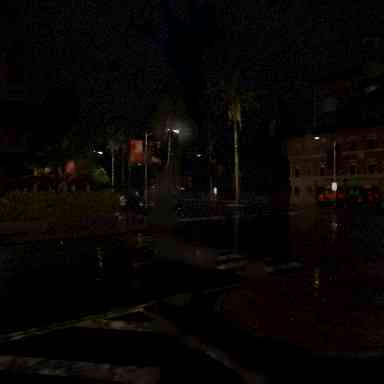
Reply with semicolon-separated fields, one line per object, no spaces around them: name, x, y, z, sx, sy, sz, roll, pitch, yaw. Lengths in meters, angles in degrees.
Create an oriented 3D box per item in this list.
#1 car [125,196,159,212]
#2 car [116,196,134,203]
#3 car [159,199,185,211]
car;-6.236;1.352;39.661;2.097;1.767;4.553;0;0;-35
car;-13.895;1.522;68.658;1.812;1.442;4.674;0;0;-39
car;-2.986;1.546;41.128;2.033;1.411;5.357;0;0;-35
